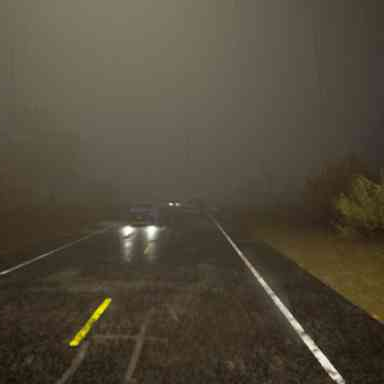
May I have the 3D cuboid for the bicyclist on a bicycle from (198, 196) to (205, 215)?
[{"bbox_3d":[0.996,1.444,32.272,0.582,1.620,1.656,0,0,0],"label":"bicyclist on a bicycle"}]

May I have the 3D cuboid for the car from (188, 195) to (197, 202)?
[{"bbox_3d":[0.075,1.476,73.884,1.994,1.385,4.181,0,0,0],"label":"car"}]

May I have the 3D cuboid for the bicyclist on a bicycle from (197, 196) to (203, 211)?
[{"bbox_3d":[1.006,1.353,40.938,0.659,1.776,1.843,0,0,0],"label":"bicyclist on a bicycle"}]

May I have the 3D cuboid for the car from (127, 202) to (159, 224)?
[{"bbox_3d":[-3.574,1.475,24.971,1.882,1.535,5.008,0,0,0],"label":"car"}]

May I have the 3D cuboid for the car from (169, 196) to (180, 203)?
[{"bbox_3d":[-3.448,1.507,65.405,1.994,1.385,4.181,0,0,0],"label":"car"}]

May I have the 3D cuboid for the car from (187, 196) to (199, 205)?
[{"bbox_3d":[0.147,1.527,55.972,1.994,1.385,4.181,0,0,0],"label":"car"}]
